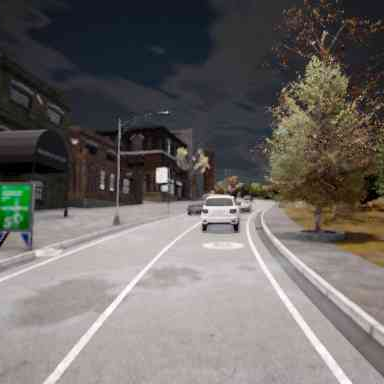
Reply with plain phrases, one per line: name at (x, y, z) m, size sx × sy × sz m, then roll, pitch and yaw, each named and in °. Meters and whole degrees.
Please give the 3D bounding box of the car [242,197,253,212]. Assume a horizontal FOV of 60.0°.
car at (5.956, 1.634, 39.138) m, size 1.895 × 1.301 × 4.718 m, roll -2°, pitch 0°, yaw 16°

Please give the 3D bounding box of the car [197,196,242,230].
car at (1.929, 1.256, 21.319) m, size 2.150 × 2.045 × 5.566 m, roll -1°, pitch 0°, yaw 9°

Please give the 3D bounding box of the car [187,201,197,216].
car at (0.831, 1.621, 34.302) m, size 1.837 × 1.490 × 4.892 m, roll -1°, pitch 0°, yaw 14°

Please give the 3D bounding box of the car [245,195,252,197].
car at (12.463, 1.538, 74.108) m, size 1.837 × 1.490 × 4.892 m, roll -1°, pitch 0°, yaw 16°
